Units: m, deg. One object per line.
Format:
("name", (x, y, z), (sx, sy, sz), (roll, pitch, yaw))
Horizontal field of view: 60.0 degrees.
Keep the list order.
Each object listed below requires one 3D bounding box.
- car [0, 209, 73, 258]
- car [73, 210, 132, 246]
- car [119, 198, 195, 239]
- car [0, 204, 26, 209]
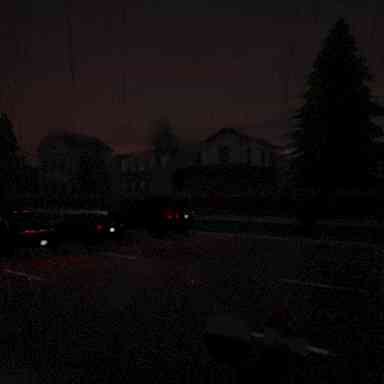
("car", (-7.305, 1.636, 13.423), (4.902, 1.511, 2.128), (-1, 0, 36))
("car", (-5.238, 1.707, 16.248), (4.181, 1.385, 1.994), (-1, 0, 36))
("car", (-2.465, 1.357, 18.553), (5.566, 2.045, 2.150), (0, 0, 36))
("car", (-15.435, 1.793, 27.840), (4.902, 1.511, 2.128), (-1, 0, 36))
